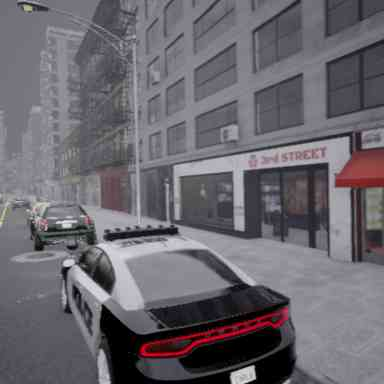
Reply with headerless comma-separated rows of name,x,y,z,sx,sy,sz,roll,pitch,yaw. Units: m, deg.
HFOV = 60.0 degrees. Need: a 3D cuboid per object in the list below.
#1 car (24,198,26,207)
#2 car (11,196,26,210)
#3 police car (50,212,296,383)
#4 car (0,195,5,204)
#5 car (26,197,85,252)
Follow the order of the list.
car,-8.438,1.280,19.240,1.801,1.575,5.366,-2,1,-28
car,-20.190,1.238,39.203,2.128,1.511,4.902,-2,1,-28
police car,-0.800,1.338,5.089,1.930,1.638,5.238,-2,1,-28
car,-32.413,1.280,55.446,1.812,1.442,4.674,-2,1,-28
car,-5.486,1.208,13.764,2.097,1.767,4.553,-2,1,-28
